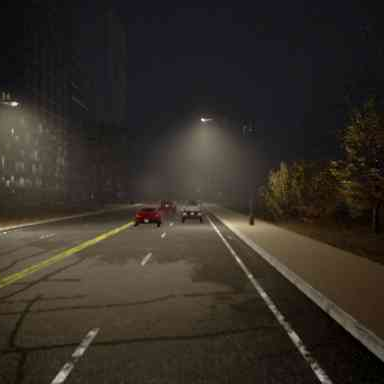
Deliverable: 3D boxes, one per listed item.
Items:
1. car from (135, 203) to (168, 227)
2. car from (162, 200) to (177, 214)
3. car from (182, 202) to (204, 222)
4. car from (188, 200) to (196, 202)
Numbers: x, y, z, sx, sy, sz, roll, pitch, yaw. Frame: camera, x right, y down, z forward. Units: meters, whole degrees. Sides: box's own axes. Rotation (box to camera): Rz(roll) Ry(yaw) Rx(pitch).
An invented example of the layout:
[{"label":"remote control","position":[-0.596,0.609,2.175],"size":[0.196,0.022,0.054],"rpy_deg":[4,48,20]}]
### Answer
[{"label":"car","position":[-3.142,1.816,25.266],"size":[1.812,1.442,4.674],"rpy_deg":[0,-1,0]},{"label":"car","position":[-3.139,1.851,43.571],"size":[2.097,1.767,4.553],"rpy_deg":[0,-1,0]},{"label":"car","position":[0.057,1.889,29.878],"size":[2.033,1.411,5.357],"rpy_deg":[0,-1,1]},{"label":"car","position":[0.020,2.158,56.649],"size":[1.837,1.490,4.892],"rpy_deg":[0,-1,0]}]
